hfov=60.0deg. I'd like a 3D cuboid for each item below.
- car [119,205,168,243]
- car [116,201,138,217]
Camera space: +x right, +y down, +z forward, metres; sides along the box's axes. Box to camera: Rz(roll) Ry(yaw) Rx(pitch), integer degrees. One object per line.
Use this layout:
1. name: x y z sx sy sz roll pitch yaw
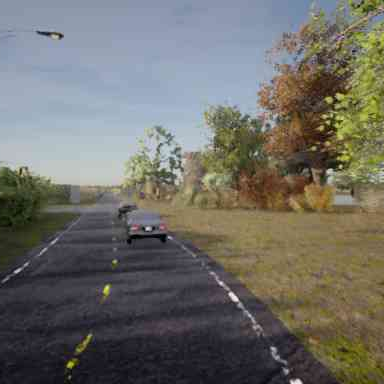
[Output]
1. car: -2.409 1.604 16.524 2.033 1.411 5.357 -1 0 -13
2. car: -6.202 1.608 32.092 1.837 1.490 4.892 -1 0 -14
